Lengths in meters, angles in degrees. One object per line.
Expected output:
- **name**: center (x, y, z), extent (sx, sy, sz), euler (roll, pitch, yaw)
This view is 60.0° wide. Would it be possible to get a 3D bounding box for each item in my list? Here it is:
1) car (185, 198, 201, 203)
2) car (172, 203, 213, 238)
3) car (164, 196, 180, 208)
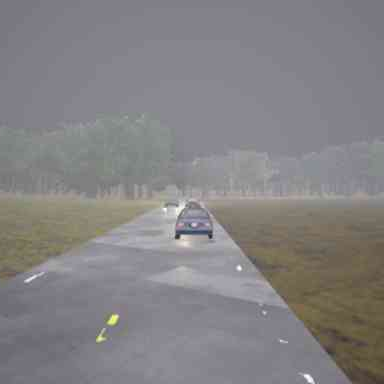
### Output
- **car**: center (0.096, 1.411, 40.340), extent (1.812, 1.442, 4.674), euler (0, 0, 0)
- **car**: center (0.097, 1.499, 17.317), extent (2.033, 1.411, 5.357), euler (0, 0, 0)
- **car**: center (-2.754, 1.378, 46.030), extent (1.837, 1.490, 4.892), euler (0, 0, 0)
